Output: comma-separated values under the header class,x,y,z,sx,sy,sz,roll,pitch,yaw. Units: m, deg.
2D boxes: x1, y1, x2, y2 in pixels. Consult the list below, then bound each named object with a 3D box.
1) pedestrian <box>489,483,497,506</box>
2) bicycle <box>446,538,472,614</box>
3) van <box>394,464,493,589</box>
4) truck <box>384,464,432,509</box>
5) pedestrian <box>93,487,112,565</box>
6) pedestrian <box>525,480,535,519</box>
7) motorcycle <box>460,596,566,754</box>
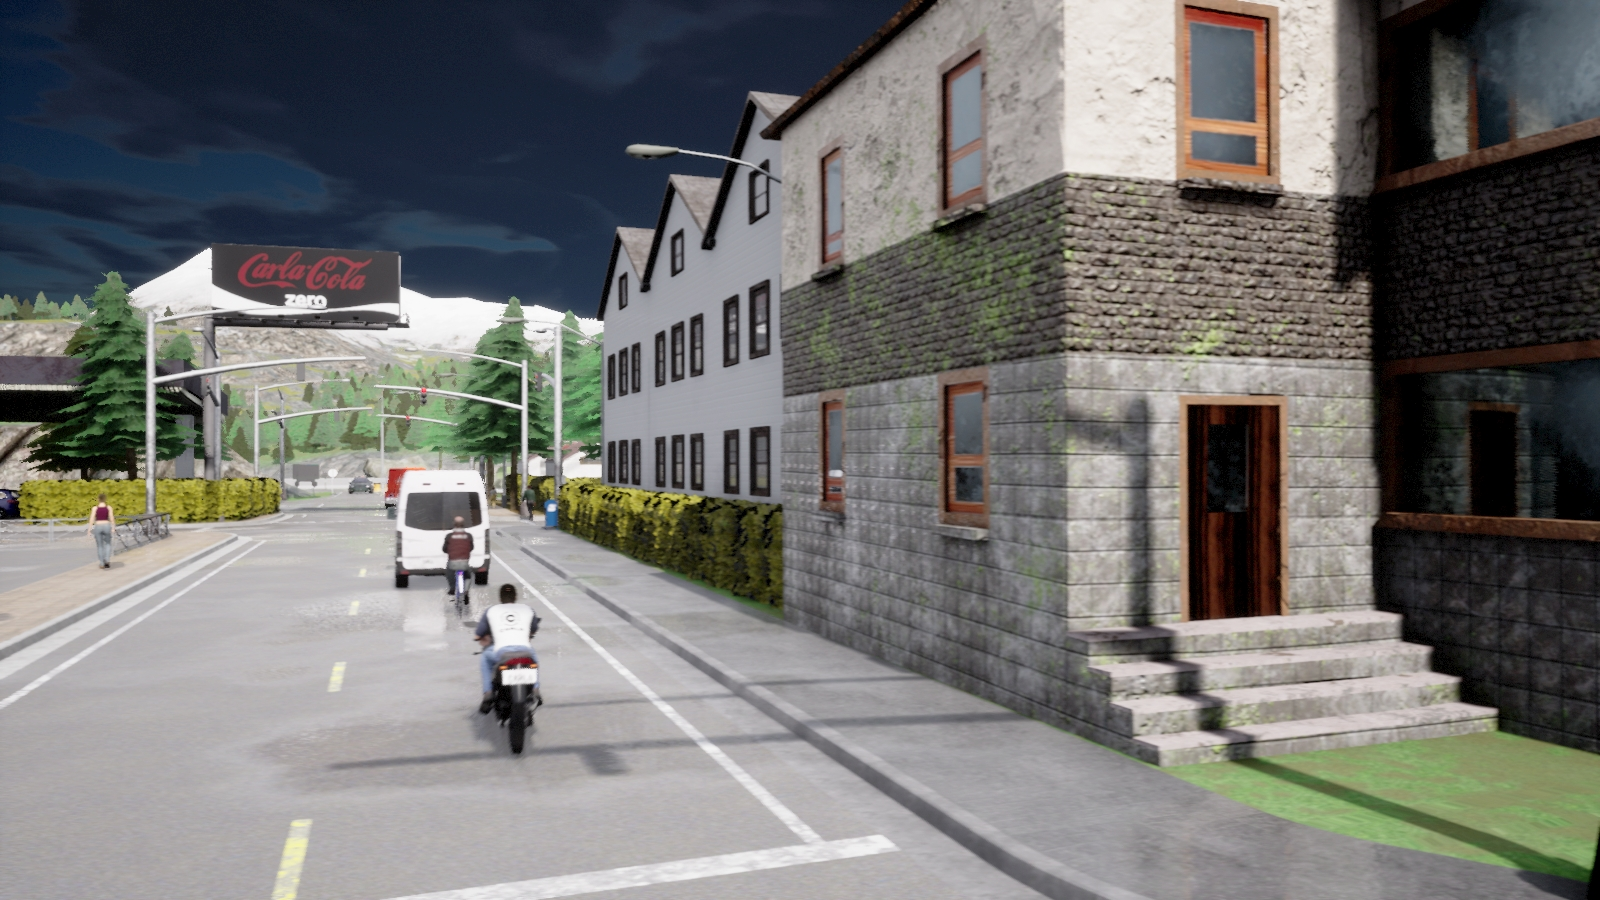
class,x,y,z,sx,sy,sz,roll,pitch,yaw
pedestrian,-16.902,2.448,62.863,0.375,1.300,0.375,0,-1,-18
bicycle,-6.140,2.237,20.540,0.329,1.171,1.835,0,0,-20
van,-8.499,1.631,26.894,1.988,2.561,5.915,0,-1,-20
truck,-23.611,2.137,68.760,2.627,2.467,5.204,-1,0,-19
pedestrian,-16.882,1.834,27.660,0.375,1.860,0.375,0,-1,-33
pedestrian,-13.220,2.422,55.977,0.375,1.860,0.375,0,-1,-25
motorcycle,-2.868,2.139,11.255,0.803,1.145,2.033,0,0,-20
